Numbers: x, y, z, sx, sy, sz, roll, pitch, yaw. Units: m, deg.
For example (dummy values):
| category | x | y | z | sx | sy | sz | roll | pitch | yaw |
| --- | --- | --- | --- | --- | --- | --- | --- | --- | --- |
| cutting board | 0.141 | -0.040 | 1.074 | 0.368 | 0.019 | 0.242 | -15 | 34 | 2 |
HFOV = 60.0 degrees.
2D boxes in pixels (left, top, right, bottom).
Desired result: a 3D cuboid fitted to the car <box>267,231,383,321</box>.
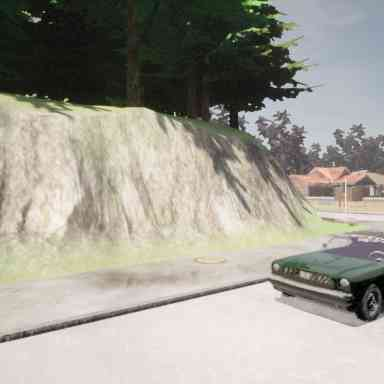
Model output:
| category | x | y | z | sx | sy | sz | roll | pitch | yaw |
| --- | --- | --- | --- | --- | --- | --- | --- | --- | --- |
| car | 3.865 | 1.601 | 7.379 | 4.718 | 1.301 | 1.895 | 0 | 0 | -36 |
